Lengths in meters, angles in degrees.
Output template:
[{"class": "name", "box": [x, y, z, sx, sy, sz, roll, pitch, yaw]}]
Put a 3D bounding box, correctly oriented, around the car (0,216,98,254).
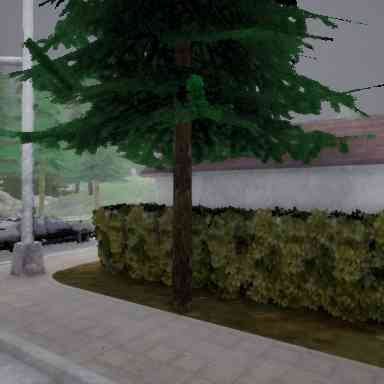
[{"class": "car", "box": [-6.670, 1.752, 14.519, 2.033, 1.411, 5.357, 0, 0, 35]}]
